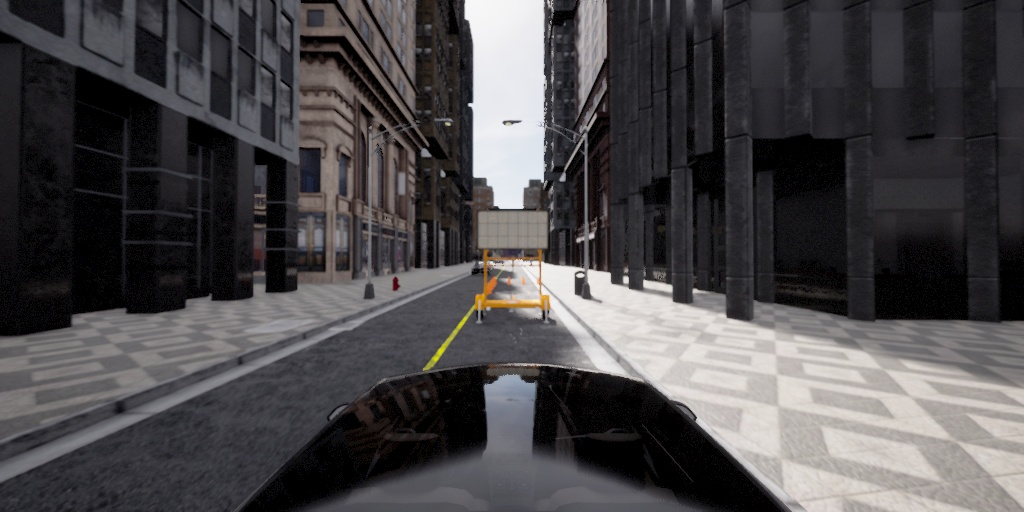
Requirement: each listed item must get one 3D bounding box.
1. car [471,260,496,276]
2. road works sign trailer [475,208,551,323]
[{"bbox_3d":[-2.993,1.309,36.157,1.895,1.301,4.718,0,0,0],"label":"car"},{"bbox_3d":[0.030,0.198,12.041,2.380,3.560,2.880,0,0,0],"label":"road works sign trailer"}]
